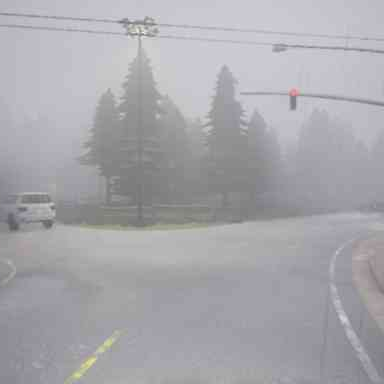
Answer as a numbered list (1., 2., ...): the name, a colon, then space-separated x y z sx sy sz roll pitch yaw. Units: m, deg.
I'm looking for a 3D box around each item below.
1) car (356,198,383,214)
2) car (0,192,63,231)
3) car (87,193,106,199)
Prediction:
1. car: 16.825 1.245 30.203 4.718 1.301 1.895 -1 1 -39
2. car: -10.032 1.028 19.531 5.566 2.045 2.150 1 1 44
3. car: -14.698 0.925 52.392 2.128 1.511 4.902 0 1 14
